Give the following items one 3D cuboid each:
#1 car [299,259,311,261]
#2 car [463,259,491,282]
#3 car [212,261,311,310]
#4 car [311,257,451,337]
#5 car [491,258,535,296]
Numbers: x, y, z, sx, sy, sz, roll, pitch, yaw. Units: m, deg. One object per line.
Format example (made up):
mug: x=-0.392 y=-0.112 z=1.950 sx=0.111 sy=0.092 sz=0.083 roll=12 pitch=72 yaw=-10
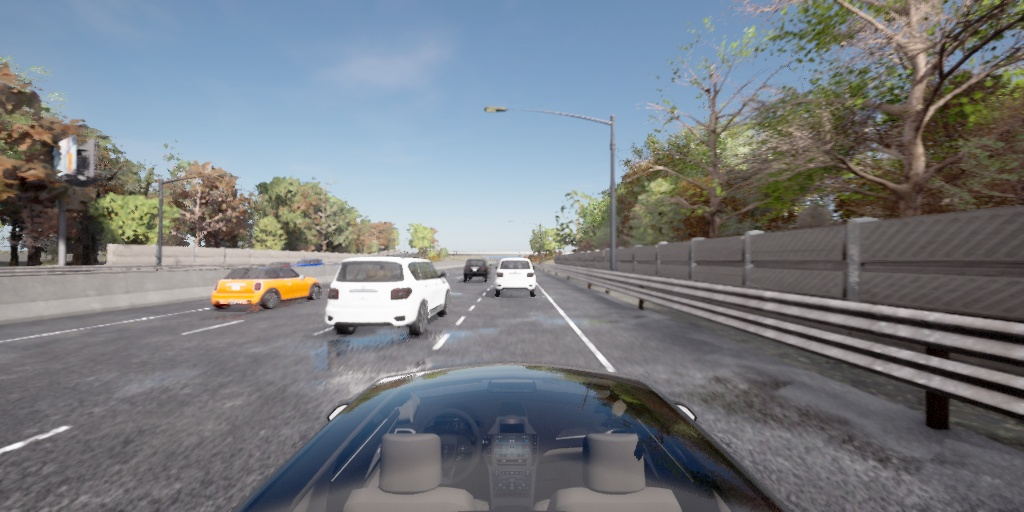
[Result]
car: x=-27.584 y=1.398 z=48.345 sx=2.150 sy=2.045 sz=5.566 roll=0 pitch=0 yaw=1
car: x=-3.095 y=1.266 z=32.746 sx=2.150 sy=2.045 sz=5.566 roll=0 pitch=-1 yaw=1
car: x=-10.271 y=1.220 z=15.493 sx=2.097 sy=1.767 sz=4.553 roll=0 pitch=-1 yaw=1
car: x=-3.319 y=1.053 z=10.753 sx=2.150 sy=2.045 sz=5.566 roll=0 pitch=-1 yaw=1
car: x=0.185 y=1.155 z=20.943 sx=2.150 sy=2.045 sz=5.566 roll=0 pitch=-1 yaw=1
